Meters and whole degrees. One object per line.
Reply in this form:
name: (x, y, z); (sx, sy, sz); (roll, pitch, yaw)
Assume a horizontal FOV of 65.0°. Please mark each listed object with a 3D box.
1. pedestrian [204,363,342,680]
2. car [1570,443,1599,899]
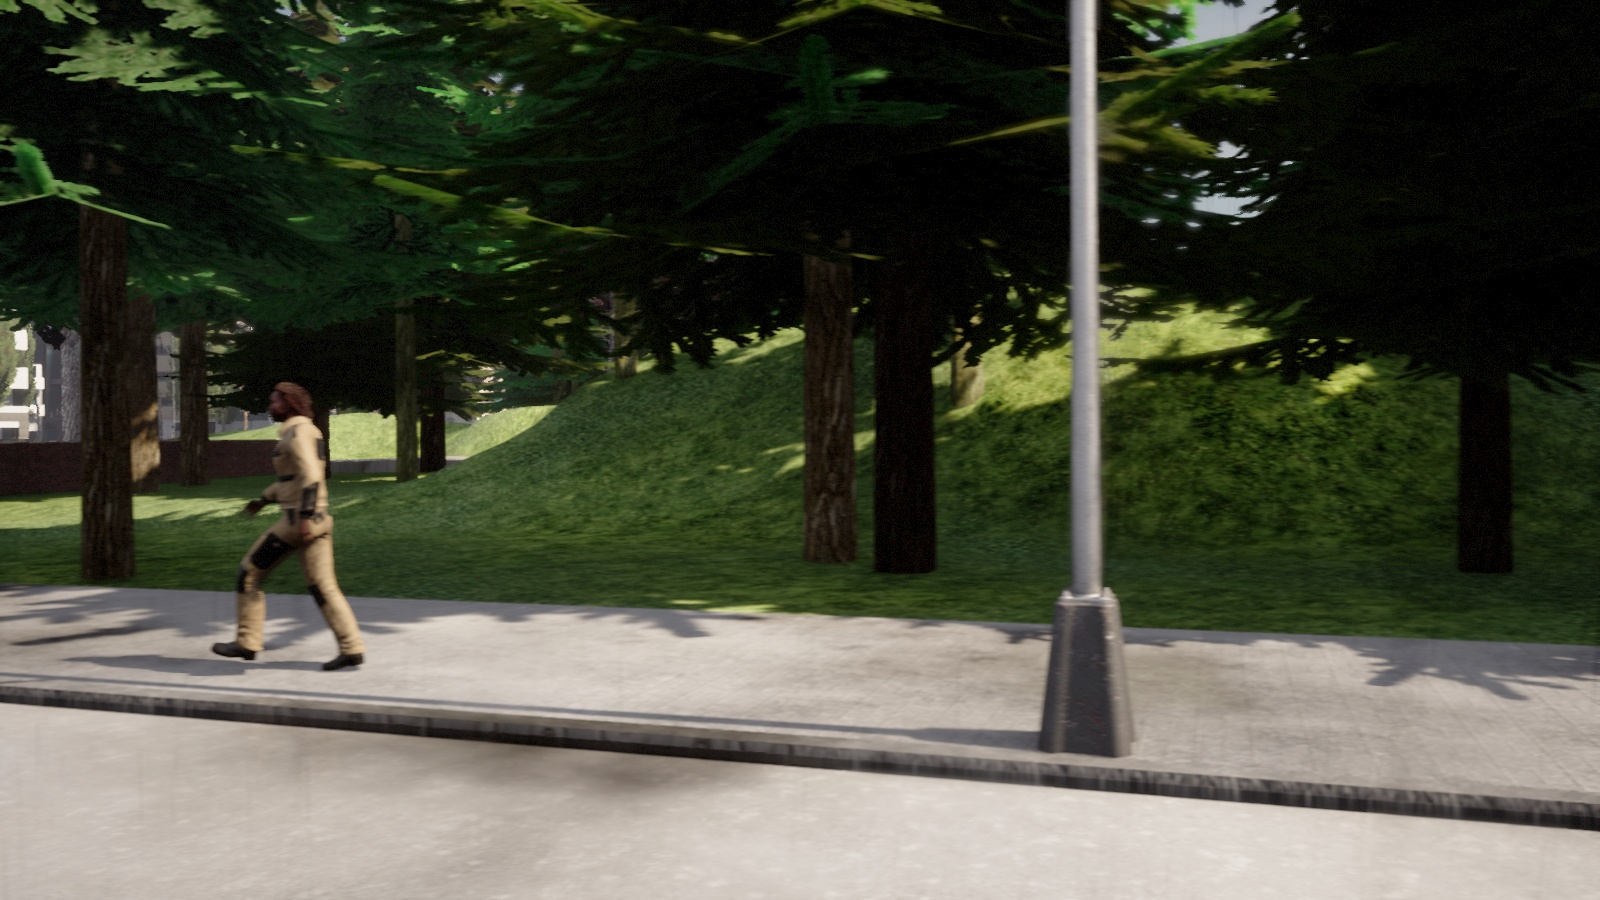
pedestrian: (-3.279, 0.433, 7.851); (0.692, 1.930, 0.396); (0, 1, -4)
car: (3.844, 0.766, 2.427); (3.705, 1.549, 1.789); (0, 1, 19)
